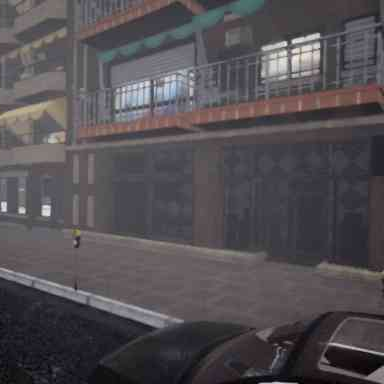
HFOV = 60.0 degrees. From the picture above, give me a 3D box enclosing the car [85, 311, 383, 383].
[{"bbox_3d":[1.062,1.549,2.105,4.403,1.369,2.008,0,1,36],"label":"car"}]
